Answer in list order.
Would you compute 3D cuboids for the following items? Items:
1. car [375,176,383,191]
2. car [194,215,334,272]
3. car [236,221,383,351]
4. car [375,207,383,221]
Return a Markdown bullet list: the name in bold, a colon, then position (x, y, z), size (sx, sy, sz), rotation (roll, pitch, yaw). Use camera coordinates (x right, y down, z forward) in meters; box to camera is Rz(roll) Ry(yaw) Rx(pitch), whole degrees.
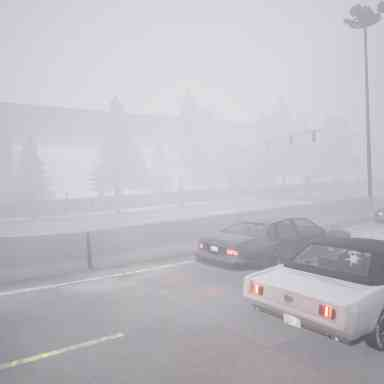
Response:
- **car**: position (26.987, -1.274, 44.992), size (5.566, 2.045, 2.150), rotation (-4, 2, -36)
- **car**: position (2.608, 1.400, 9.938), size (5.357, 1.411, 2.033), rotation (-3, 1, -36)
- **car**: position (3.243, 1.506, 6.086), size (4.718, 1.301, 1.895), rotation (-2, 1, -36)
- **car**: position (10.756, 0.868, 15.803), size (5.357, 1.411, 2.033), rotation (-4, 2, -36)
